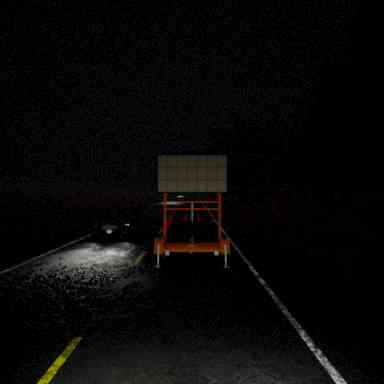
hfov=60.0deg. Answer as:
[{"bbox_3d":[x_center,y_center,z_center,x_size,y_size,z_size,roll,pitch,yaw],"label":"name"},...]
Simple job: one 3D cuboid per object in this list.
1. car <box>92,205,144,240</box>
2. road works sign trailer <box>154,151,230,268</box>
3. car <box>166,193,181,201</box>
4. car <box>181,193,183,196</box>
[{"bbox_3d":[-3.597,1.448,16.903,2.128,1.511,4.902,0,0,0],"label":"car"},{"bbox_3d":[0.013,0.444,11.212,2.380,3.560,2.880,0,0,1],"label":"road works sign trailer"},{"bbox_3d":[-3.564,1.034,59.796,2.128,1.511,4.902,0,1,0],"label":"car"},{"bbox_3d":[-3.487,0.371,88.570,1.994,1.385,4.181,0,2,0],"label":"car"}]
